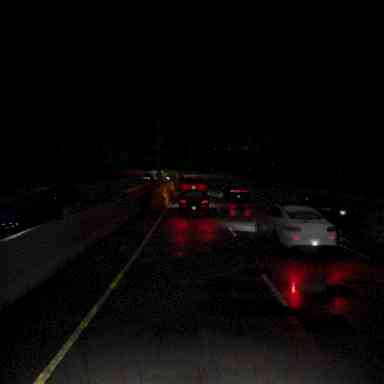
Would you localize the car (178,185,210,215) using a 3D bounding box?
[{"bbox_3d":[0.118,0.549,20.716,1.812,1.442,4.674,0,4,0],"label":"car"}]

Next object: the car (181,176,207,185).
[{"bbox_3d":[0.153,-0.436,30.271,2.150,2.045,5.566,0,4,0],"label":"car"}]

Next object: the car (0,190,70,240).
[{"bbox_3d":[-7.094,0.971,13.923,1.882,1.535,5.008,0,4,0],"label":"car"}]

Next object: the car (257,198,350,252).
[{"bbox_3d":[3.600,1.133,12.033,1.812,1.442,4.674,0,3,0],"label":"car"}]

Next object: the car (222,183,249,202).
[{"bbox_3d":[3.648,-0.021,28.209,2.128,1.511,4.902,0,4,0],"label":"car"}]

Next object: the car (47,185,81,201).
[{"bbox_3d":[-10.542,0.151,26.610,2.033,1.411,5.357,0,4,1],"label":"car"}]

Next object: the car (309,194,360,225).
[{"bbox_3d":[7.105,0.804,17.665,1.994,1.385,4.181,0,4,0],"label":"car"}]
